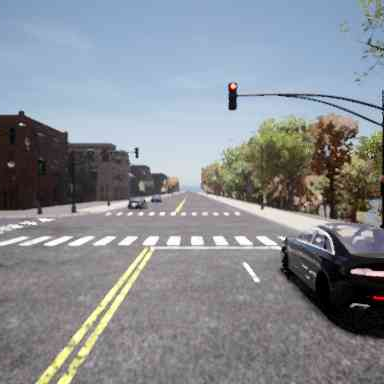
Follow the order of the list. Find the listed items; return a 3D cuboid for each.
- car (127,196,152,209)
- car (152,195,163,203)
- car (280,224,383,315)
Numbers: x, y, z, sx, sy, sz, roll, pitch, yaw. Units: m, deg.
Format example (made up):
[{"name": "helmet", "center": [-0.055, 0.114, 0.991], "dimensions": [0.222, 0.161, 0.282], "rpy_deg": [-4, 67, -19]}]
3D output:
[{"name": "car", "center": [-6.630, 1.310, 40.606], "dimensions": [2.128, 1.511, 4.902], "rpy_deg": [0, 0, 0]}, {"name": "car", "center": [-6.617, 1.269, 62.935], "dimensions": [2.033, 1.411, 5.357], "rpy_deg": [0, 0, 0]}, {"name": "car", "center": [3.339, 1.457, 7.437], "dimensions": [2.128, 1.511, 4.902], "rpy_deg": [0, 0, 2]}]
